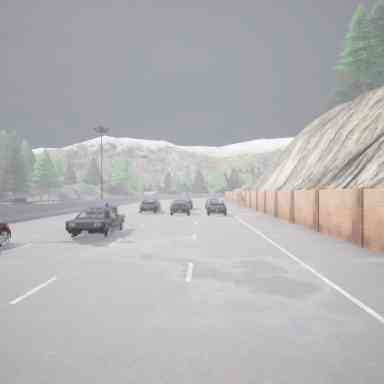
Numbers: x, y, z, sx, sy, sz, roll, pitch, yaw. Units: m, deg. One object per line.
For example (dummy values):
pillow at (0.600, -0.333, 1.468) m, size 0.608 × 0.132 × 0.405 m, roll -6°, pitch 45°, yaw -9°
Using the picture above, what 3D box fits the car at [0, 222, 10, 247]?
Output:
car at (-8.648, 1.477, 12.068) m, size 1.882 × 1.535 × 5.008 m, roll 0°, pitch 0°, yaw 1°

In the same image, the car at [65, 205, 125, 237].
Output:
car at (-4.997, 1.601, 17.930) m, size 1.895 × 1.301 × 4.718 m, roll 0°, pitch 0°, yaw 1°

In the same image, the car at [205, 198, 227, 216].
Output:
car at (2.381, 1.491, 32.811) m, size 2.128 × 1.511 × 4.902 m, roll 0°, pitch 0°, yaw 1°

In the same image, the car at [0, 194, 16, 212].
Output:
car at (-22.127, 1.207, 36.820) m, size 2.150 × 2.045 × 5.566 m, roll 0°, pitch 0°, yaw 2°

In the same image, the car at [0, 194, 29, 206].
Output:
car at (-18.713, 1.351, 34.332) m, size 2.097 × 1.767 × 4.553 m, roll 0°, pitch 0°, yaw 2°

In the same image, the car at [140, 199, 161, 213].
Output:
car at (-4.522, 1.491, 36.660) m, size 2.128 × 1.511 × 4.902 m, roll 0°, pitch 0°, yaw 1°

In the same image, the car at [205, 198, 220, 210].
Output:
car at (2.642, 1.525, 43.256) m, size 1.812 × 1.442 × 4.674 m, roll 0°, pitch 0°, yaw 1°

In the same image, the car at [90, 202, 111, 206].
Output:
car at (-8.184, 1.601, 30.339) m, size 1.895 × 1.301 × 4.718 m, roll 0°, pitch 0°, yaw 1°

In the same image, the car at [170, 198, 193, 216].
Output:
car at (-1.115, 1.505, 33.045) m, size 1.837 × 1.490 × 4.892 m, roll 0°, pitch 0°, yaw 1°
